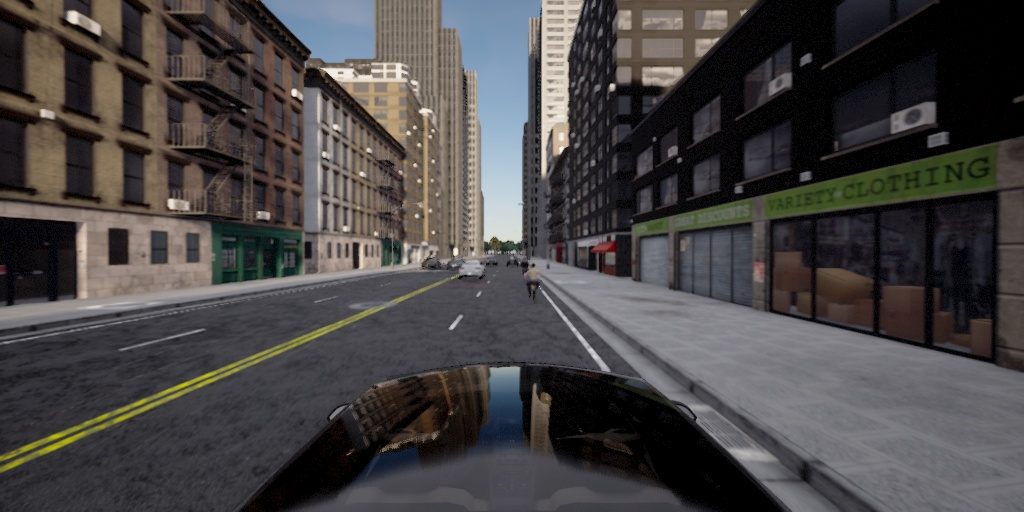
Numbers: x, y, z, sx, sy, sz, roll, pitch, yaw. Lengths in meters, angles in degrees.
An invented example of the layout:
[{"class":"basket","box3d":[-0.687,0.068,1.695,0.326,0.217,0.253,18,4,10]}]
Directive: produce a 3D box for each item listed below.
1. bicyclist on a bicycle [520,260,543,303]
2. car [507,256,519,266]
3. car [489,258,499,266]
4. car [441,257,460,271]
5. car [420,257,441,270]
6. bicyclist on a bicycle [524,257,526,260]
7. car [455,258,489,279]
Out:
[{"class":"bicyclist on a bicycle","box3d":[0.877,1.083,14.765,0.866,1.612,1.509,0,0,0]},{"class":"car","box3d":[0.091,0.824,57.733,1.812,1.442,4.674,0,1,0]},{"class":"car","box3d":[-3.146,0.895,58.198,1.895,1.301,4.718,0,0,0]},{"class":"car","box3d":[-6.580,0.916,42.755,2.128,1.511,4.902,0,0,0]},{"class":"car","box3d":[-9.829,0.921,43.936,1.837,1.490,4.892,0,0,0]},{"class":"bicyclist on a bicycle","box3d":[0.895,0.936,25.070,0.659,1.776,1.843,0,1,0]},{"class":"car","box3d":[-3.150,1.061,28.957,1.812,1.442,4.674,0,0,0]}]
